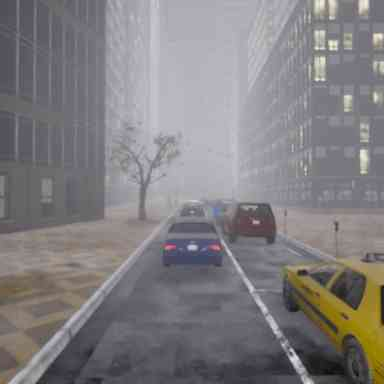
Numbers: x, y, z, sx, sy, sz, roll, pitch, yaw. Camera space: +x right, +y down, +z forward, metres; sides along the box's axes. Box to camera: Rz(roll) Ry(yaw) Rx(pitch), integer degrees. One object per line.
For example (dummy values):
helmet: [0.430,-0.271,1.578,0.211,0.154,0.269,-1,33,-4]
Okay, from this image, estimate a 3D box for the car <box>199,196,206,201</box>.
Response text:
car: [2.575,1.602,82.600,1.802,1.307,4.206,1,0,0]

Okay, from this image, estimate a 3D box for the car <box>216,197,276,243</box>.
car: [2.582,1.305,15.793,2.192,1.841,5.009,1,0,0]

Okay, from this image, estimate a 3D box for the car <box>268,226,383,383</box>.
car: [2.579,1.522,4.828,1.752,1.417,4.829,1,0,0]

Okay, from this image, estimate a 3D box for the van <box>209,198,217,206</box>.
van: [2.581,1.328,26.928,1.690,1.788,3.998,1,0,0]

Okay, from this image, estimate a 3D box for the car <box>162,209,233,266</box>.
car: [0.019,1.540,11.438,2.033,1.411,5.357,0,0,0]

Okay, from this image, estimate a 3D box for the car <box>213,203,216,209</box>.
car: [2.577,1.570,21.360,1.802,1.307,4.206,1,0,0]

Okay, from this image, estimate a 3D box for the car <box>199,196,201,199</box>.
car: [2.576,1.588,71.467,1.802,1.307,4.206,1,0,0]

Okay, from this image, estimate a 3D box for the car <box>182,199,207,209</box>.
car: [0.040,1.551,28.766,1.994,1.385,4.181,0,0,1]

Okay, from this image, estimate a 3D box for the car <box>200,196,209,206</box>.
car: [2.577,1.535,49.197,1.887,1.381,4.507,1,0,0]
